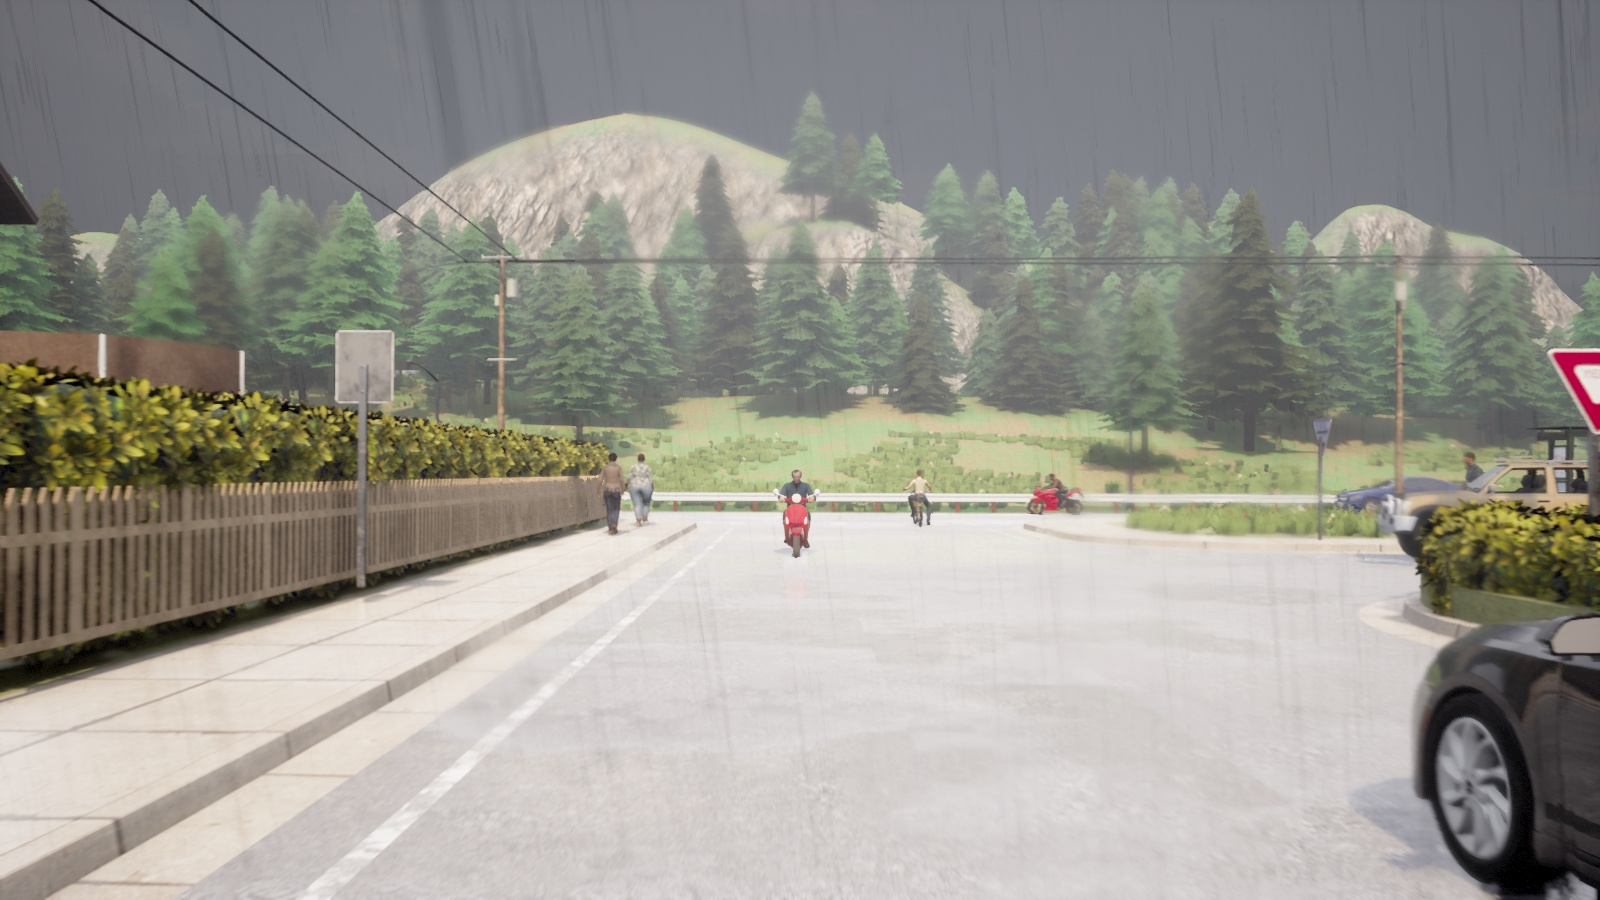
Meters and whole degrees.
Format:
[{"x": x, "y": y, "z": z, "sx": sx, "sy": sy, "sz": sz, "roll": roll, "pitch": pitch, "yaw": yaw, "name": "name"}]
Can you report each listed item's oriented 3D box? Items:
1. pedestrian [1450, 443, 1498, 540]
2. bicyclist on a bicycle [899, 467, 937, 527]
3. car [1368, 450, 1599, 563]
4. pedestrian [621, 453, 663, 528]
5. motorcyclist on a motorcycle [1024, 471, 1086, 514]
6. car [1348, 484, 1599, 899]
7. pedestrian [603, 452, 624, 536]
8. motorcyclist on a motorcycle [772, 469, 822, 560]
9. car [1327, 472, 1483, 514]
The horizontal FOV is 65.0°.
[{"x": 13.797, "y": 0.846, "z": 25.731, "sx": 0.788, "sy": 1.949, "sz": 0.423, "roll": -1, "pitch": -1, "yaw": 19, "name": "pedestrian"}, {"x": 3.366, "y": 1.336, "z": 35.849, "sx": 0.866, "sy": 1.612, "sz": 1.509, "roll": 0, "pitch": 2, "yaw": -3, "name": "bicyclist on a bicycle"}, {"x": 12.529, "y": 0.947, "z": 21.823, "sx": 4.605, "sy": 1.855, "sz": 1.932, "roll": -1, "pitch": -1, "yaw": 17, "name": "car"}, {"x": -3.973, "y": 1.016, "z": 31.648, "sx": 0.874, "sy": 1.855, "sz": 0.900, "roll": 0, "pitch": -1, "yaw": 4, "name": "pedestrian"}, {"x": 9.071, "y": 1.510, "z": 44.780, "sx": 2.044, "sy": 1.523, "sz": 0.797, "roll": 0, "pitch": -1, "yaw": -1, "name": "motorcyclist on a motorcycle"}, {"x": 3.492, "y": 0.863, "z": 3.423, "sx": 1.837, "sy": 1.490, "sz": 4.892, "roll": 0, "pitch": -1, "yaw": 0, "name": "car"}, {"x": -4.082, "y": 0.946, "z": 27.459, "sx": 0.328, "sy": 1.805, "sz": 0.869, "roll": 0, "pitch": -1, "yaw": 0, "name": "pedestrian"}, {"x": -0.056, "y": 1.156, "z": 23.128, "sx": 0.866, "sy": 1.590, "sz": 1.817, "roll": 0, "pitch": -1, "yaw": 0, "name": "motorcyclist on a motorcycle"}, {"x": 21.502, "y": 1.504, "z": 44.762, "sx": 4.674, "sy": 1.442, "sz": 1.812, "roll": 0, "pitch": -1, "yaw": 0, "name": "car"}]
